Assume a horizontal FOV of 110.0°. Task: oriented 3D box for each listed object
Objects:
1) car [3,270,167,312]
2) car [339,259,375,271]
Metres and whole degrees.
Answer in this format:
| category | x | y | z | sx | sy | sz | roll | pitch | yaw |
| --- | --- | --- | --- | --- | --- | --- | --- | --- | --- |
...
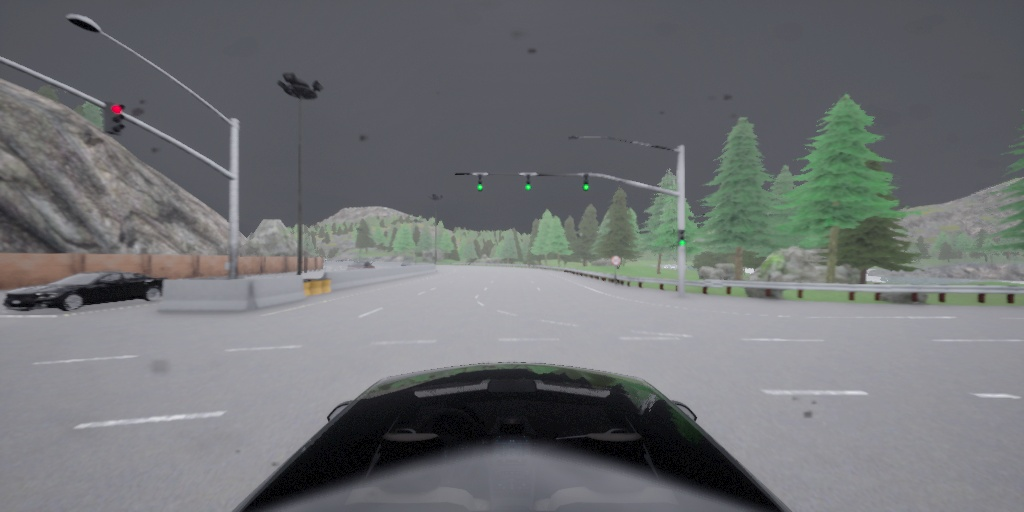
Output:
| category | x | y | z | sx | sy | sz | roll | pitch | yaw |
| --- | --- | --- | --- | --- | --- | --- | --- | --- | --- |
| car | -17.496 | 1.376 | 15.151 | 1.882 | 1.535 | 5.008 | 0 | 0 | 0 |
| car | -17.225 | 1.399 | 40.601 | 2.097 | 1.767 | 4.553 | 0 | -1 | -2 |
